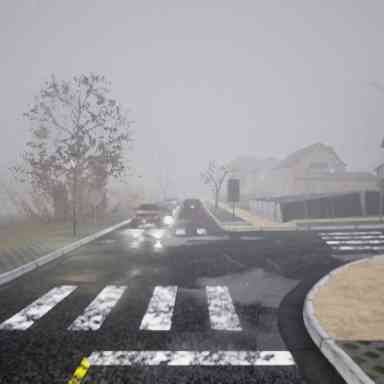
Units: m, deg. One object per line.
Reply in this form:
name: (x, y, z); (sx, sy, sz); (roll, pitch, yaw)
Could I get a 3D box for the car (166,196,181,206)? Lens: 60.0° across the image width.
car: (-2.955, 1.483, 54.560); (2.128, 1.511, 4.902); (0, 0, 0)

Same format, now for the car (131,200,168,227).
car: (-2.910, 1.514, 22.559); (1.812, 1.442, 4.674); (0, 0, 0)

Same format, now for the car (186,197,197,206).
car: (-0.056, 1.594, 57.187); (1.895, 1.301, 4.718); (0, 0, 0)

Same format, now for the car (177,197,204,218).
car: (0.013, 1.339, 30.336); (2.097, 1.767, 4.553); (0, 0, 0)

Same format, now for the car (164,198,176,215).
car: (-2.940, 1.589, 33.715); (1.895, 1.301, 4.718); (0, 0, 0)

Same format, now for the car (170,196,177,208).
car: (-2.968, 1.514, 44.152); (1.812, 1.442, 4.674); (0, 0, 1)
